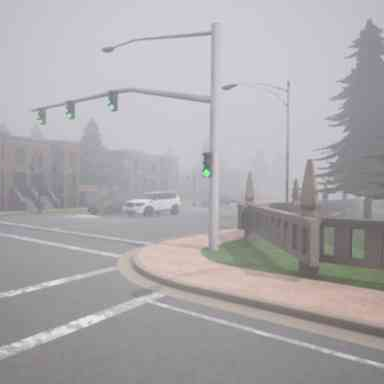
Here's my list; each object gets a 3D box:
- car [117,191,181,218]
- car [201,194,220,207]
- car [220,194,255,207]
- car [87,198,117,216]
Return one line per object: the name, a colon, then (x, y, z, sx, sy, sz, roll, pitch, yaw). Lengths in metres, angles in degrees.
car: (-3.154, 0.947, 27.570, 2.150, 2.045, 5.566, 1, 1, 36)
car: (3.033, 1.037, 42.137, 2.097, 1.767, 4.553, 1, 1, 35)
car: (5.869, 0.881, 40.081, 2.033, 1.411, 5.357, 1, 1, 35)
car: (-6.809, 1.238, 28.475, 1.994, 1.385, 4.181, 1, 1, 36)
